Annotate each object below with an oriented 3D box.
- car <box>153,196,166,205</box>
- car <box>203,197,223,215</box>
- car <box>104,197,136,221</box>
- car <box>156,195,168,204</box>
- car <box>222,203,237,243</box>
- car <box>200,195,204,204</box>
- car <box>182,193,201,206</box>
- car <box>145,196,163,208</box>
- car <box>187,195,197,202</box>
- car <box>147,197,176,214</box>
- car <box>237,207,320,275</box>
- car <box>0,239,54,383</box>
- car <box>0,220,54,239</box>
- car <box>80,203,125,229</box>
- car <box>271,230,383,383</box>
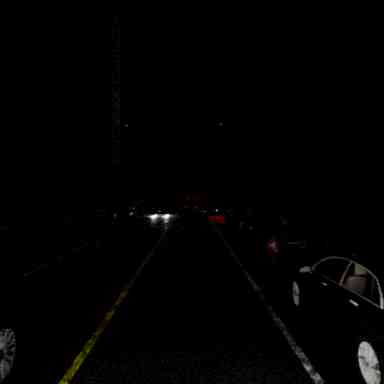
[{"bbox_3d":[-5.779,1.526,59.496,1.887,1.381,4.507,0,0,0],"label":"car"},{"bbox_3d":[2.346,1.487,33.765,1.837,1.490,4.892,0,0,0],"label":"car"},{"bbox_3d":[-5.770,1.300,26.754,2.192,1.841,5.009,0,0,0],"label":"car"},{"bbox_3d":[-5.780,1.422,64.953,1.967,1.590,4.097,0,0,0],"label":"car"},{"bbox_3d":[2.759,1.431,15.848,1.967,1.590,4.097,0,0,0],"label":"car"},{"bbox_3d":[2.748,1.507,54.214,1.752,1.417,4.829,0,0,0],"label":"car"},{"bbox_3d":[-0.001,1.199,55.676,2.150,2.045,5.566,0,0,1],"label":"car"},{"bbox_3d":[-5.776,1.422,48.582,1.967,1.590,4.097,0,0,0],"label":"car"},{"bbox_3d":[-0.018,1.364,69.205,1.994,1.385,4.181,0,0,0],"label":"car"},{"bbox_3d":[-3.108,1.530,34.722,2.033,1.411,5.357,0,0,0],"label":"car"},{"bbox_3d":[2.760,1.434,10.391,1.967,1.590,4.097,0,0,0],"label":"car"},{"bbox_3d":[-3.092,1.491,2.454,2.128,1.511,4.902,0,0,0],"label":"car"},{"bbox_3d":[-5.765,1.576,10.383,1.802,1.307,4.206,0,0,0],"label":"car"},{"bbox_3d":[-5.768,1.570,21.297,1.802,1.307,4.206,0,0,0],"label":"car"},{"bbox_3d":[2.762,1.548,4.935,2.008,1.369,4.403,0,0,0],"label":"car"}]
